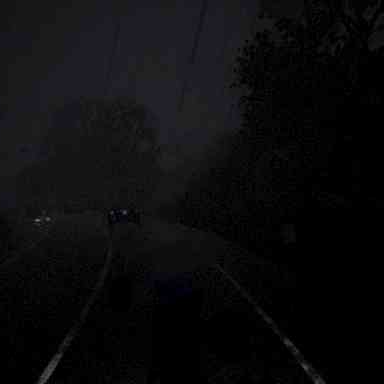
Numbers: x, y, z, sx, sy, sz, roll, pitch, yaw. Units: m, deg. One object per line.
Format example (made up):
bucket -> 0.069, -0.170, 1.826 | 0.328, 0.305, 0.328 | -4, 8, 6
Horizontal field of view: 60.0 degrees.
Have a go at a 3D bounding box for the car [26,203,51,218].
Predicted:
car -> -17.393, 2.025, 37.554 | 2.128, 1.511, 4.902 | -4, 1, -38

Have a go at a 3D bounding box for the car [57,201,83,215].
car -> -14.424, 1.799, 39.210 | 1.882, 1.535, 5.008 | -4, 1, -37

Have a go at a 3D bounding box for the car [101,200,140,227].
car -> -5.134, 1.376, 23.439 | 2.097, 1.767, 4.553 | -2, 0, -22
